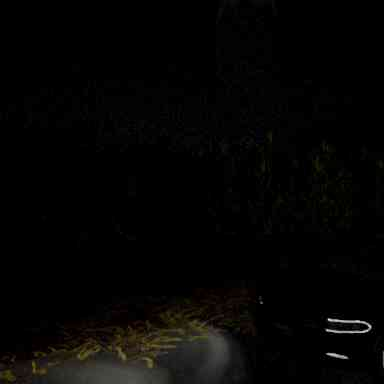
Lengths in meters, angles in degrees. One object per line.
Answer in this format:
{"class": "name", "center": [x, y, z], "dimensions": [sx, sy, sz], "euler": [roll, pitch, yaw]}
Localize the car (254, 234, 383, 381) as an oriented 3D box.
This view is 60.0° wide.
{"class": "car", "center": [3.273, 1.491, 5.565], "dimensions": [5.008, 1.535, 1.882], "euler": [0, 0, -32]}
